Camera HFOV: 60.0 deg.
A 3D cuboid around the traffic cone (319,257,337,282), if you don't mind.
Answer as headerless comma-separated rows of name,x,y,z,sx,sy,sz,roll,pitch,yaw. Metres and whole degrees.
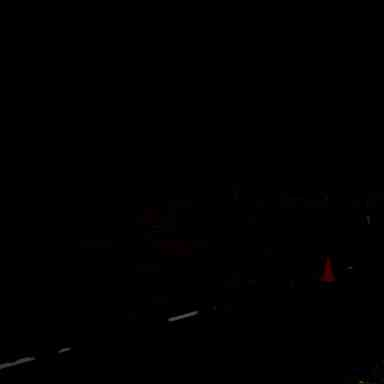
traffic cone,3.515,1.975,8.566,0.340,0.580,0.340,0,0,-39
